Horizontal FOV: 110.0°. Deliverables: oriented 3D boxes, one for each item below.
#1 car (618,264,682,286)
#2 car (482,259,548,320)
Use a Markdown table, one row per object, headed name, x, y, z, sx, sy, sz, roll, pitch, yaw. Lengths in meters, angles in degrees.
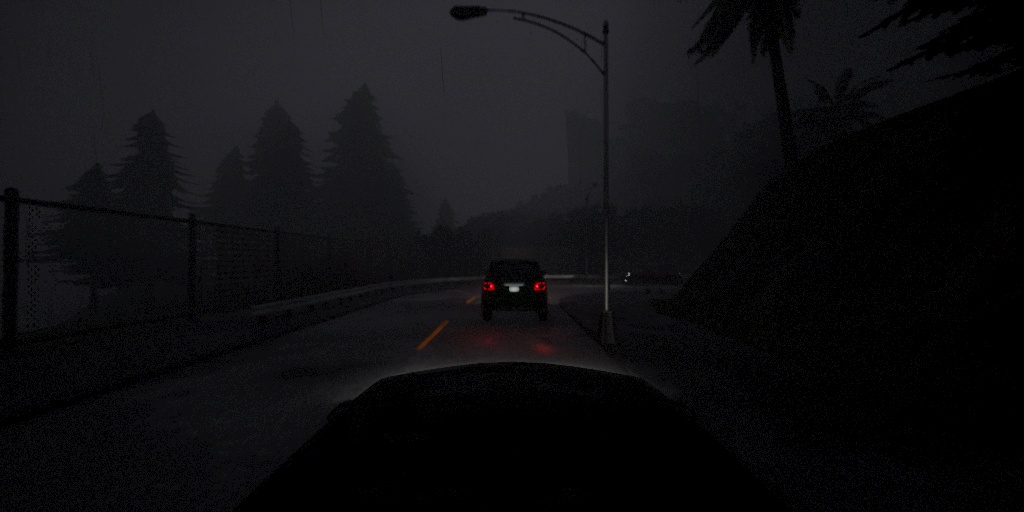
| name | x | y | z | sx | sy | sz | roll | pitch | yaw |
| --- | --- | --- | --- | --- | --- | --- | --- | --- | --- |
| car | 10.680 | 1.417 | 27.997 | 4.553 | 1.767 | 2.097 | 0 | -1 | -1 |
| car | 0.151 | 1.116 | 13.563 | 2.150 | 2.045 | 5.566 | 0 | 0 | 2 |
